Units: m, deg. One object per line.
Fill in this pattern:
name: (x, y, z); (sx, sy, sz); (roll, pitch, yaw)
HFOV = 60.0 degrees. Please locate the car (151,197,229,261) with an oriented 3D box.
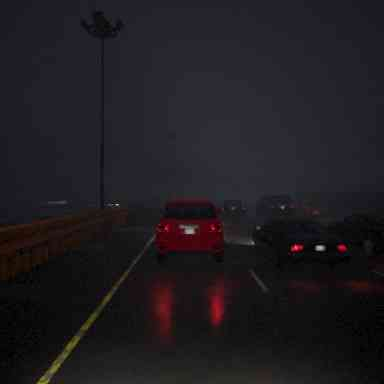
car: (-0.075, 1.235, 12.408); (2.150, 2.045, 5.566); (0, 0, 0)

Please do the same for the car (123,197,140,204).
car: (-10.702, 1.661, 62.596); (1.895, 1.301, 4.718); (0, 0, 13)

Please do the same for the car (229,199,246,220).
car: (3.296, 1.379, 28.502); (2.097, 1.767, 4.553); (0, 0, 1)

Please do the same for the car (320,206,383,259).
car: (6.925, 1.490, 12.711); (1.882, 1.535, 5.008); (0, 0, 0)

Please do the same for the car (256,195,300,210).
car: (6.770, 1.250, 27.455); (2.150, 2.045, 5.566); (0, 0, 0)

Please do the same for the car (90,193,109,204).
car: (-17.492, 1.282, 64.365); (2.150, 2.045, 5.566); (0, 0, 12)

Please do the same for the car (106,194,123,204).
car: (-14.076, 1.623, 63.543); (1.994, 1.385, 4.181); (0, 0, 12)

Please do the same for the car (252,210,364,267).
car: (3.429, 1.559, 11.454); (2.033, 1.411, 5.357); (0, 0, -1)

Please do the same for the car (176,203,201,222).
car: (-0.217, 1.628, 27.927); (1.895, 1.301, 4.718); (0, 0, 1)

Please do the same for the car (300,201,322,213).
car: (10.315, 1.506, 29.951); (1.882, 1.535, 5.008); (0, 0, 1)

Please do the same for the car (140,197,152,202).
car: (-7.321, 1.606, 61.667); (2.033, 1.411, 5.357); (0, 0, 13)
